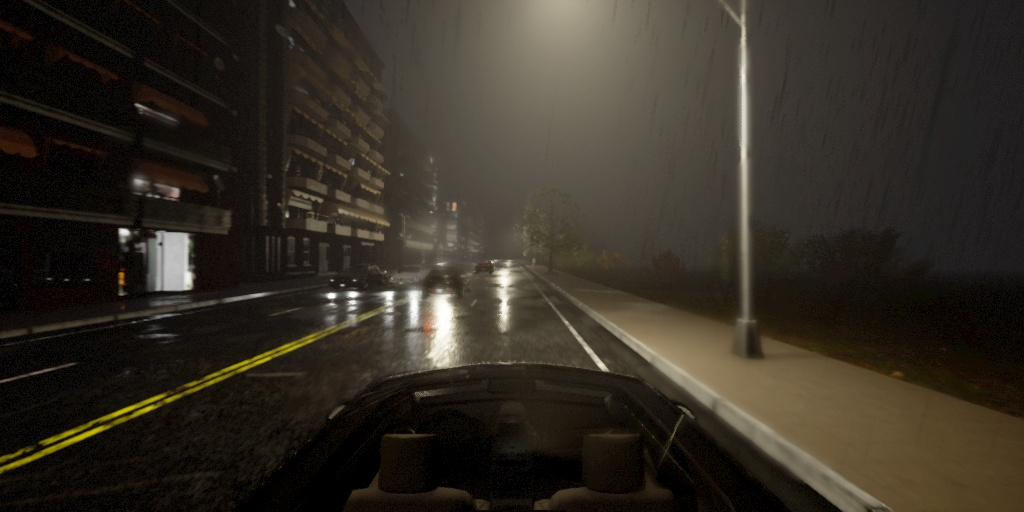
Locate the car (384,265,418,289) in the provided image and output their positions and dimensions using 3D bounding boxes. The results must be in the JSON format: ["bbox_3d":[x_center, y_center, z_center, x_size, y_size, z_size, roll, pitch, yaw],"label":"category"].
[{"bbox_3d":[-6.491,1.318,23.440,1.812,1.442,4.674,0,0,0],"label":"car"}]

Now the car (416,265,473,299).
[{"bbox_3d":[-3.141,1.255,17.969,1.837,1.490,4.892,0,0,0],"label":"car"}]

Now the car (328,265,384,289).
[{"bbox_3d":[-9.742,1.298,23.259,2.033,1.411,5.357,0,0,0],"label":"car"}]

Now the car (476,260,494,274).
[{"bbox_3d":[-3.134,1.240,41.753,2.128,1.511,4.902,0,0,0],"label":"car"}]
